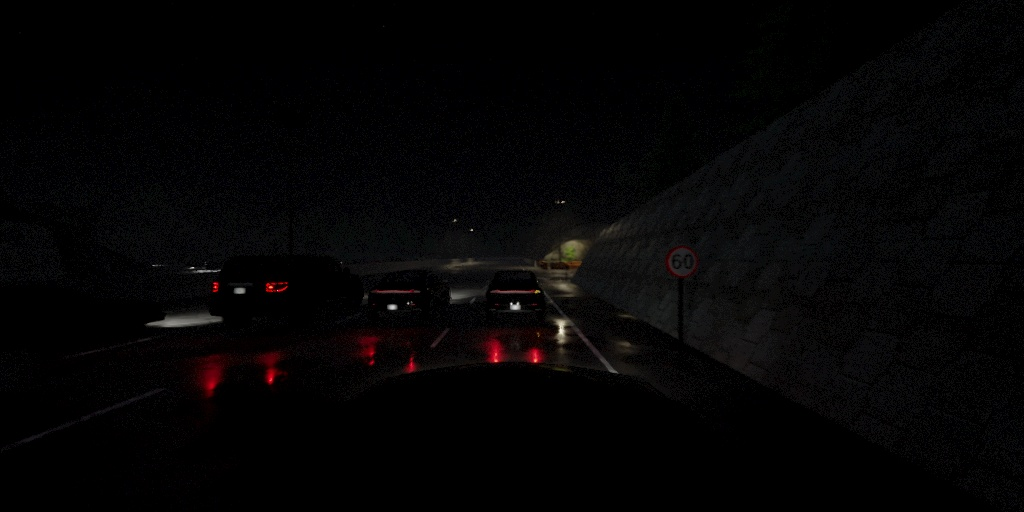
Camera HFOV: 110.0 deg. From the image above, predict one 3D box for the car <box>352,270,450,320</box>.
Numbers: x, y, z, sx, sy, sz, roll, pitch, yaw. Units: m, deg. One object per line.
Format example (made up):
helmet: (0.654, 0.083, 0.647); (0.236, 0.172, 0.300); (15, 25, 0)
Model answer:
car: (-3.404, 1.242, 12.626); (2.128, 1.511, 4.902); (0, 0, 0)

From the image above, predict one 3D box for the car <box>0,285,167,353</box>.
car: (-10.402, 1.297, 7.316); (2.033, 1.411, 5.357); (0, 0, 0)

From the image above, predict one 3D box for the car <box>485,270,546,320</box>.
car: (0.096, 1.242, 12.613); (2.128, 1.511, 4.902); (0, 0, 0)

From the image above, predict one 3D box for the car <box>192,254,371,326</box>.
car: (-6.903, 0.972, 11.777); (2.150, 2.045, 5.566); (0, 0, 0)
